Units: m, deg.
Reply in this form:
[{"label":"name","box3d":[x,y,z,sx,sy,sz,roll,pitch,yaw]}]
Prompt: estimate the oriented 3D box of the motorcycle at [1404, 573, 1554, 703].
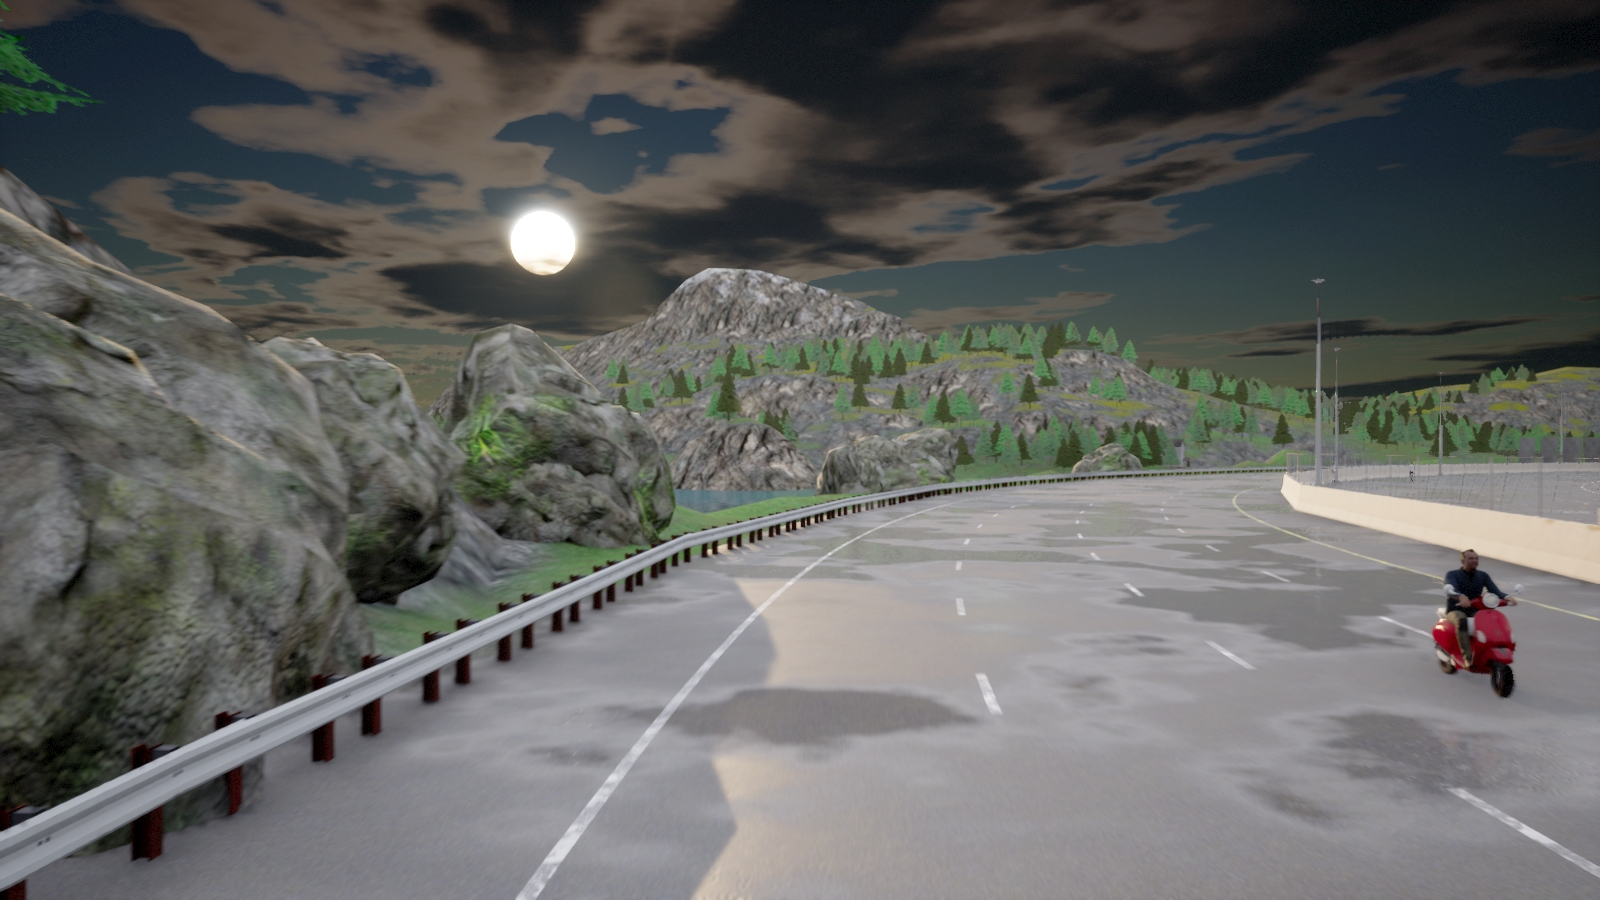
[{"label":"motorcycle","box3d":[8.052,2.191,13.653,0.856,1.236,1.805,1,0,6]}]
